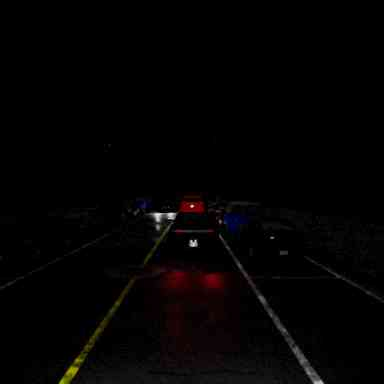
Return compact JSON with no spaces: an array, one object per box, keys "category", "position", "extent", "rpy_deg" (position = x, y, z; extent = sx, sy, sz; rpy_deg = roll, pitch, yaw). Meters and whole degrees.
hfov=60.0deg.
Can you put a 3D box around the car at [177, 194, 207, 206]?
[{"category":"car","position":[0.012,1.330,31.348],"extent":[2.150,2.045,5.566],"rpy_deg":[0,0,0]}]

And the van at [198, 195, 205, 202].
[{"category":"van","position":[2.530,1.685,85.360],"extent":[1.690,1.788,3.998],"rpy_deg":[0,0,0]}]

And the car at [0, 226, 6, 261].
[{"category":"car","position":[-5.778,1.545,6.242],"extent":[1.752,1.417,4.829],"rpy_deg":[0,0,0]}]

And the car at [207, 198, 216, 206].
[{"category":"car","position":[2.669,1.672,34.634],"extent":[2.008,1.369,4.403],"rpy_deg":[0,0,0]}]

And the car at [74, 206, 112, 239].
[{"category":"car","position":[-5.810,1.640,17.685],"extent":[1.802,1.307,4.206],"rpy_deg":[0,0,0]}]

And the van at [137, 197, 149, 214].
[{"category":"van","position":[-5.857,1.462,34.596],"extent":[1.690,1.788,3.998],"rpy_deg":[0,0,0]}]

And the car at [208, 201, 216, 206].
[{"category":"car","position":[2.684,1.681,28.997],"extent":[1.802,1.307,4.206],"rpy_deg":[0,0,0]}]

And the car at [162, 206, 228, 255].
[{"category":"car","position":[0.052,1.536,13.497],"extent":[2.128,1.511,4.902],"rpy_deg":[0,0,0]}]

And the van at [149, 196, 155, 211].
[{"category":"van","position":[-5.872,1.485,40.232],"extent":[1.690,1.788,3.998],"rpy_deg":[0,0,0]}]

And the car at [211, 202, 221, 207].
[{"category":"car","position":[2.700,1.629,23.361],"extent":[2.008,1.369,4.403],"rpy_deg":[0,0,0]}]

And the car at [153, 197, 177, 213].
[{"category":"car","position":[-3.199,1.647,39.778],"extent":[1.837,1.490,4.892],"rpy_deg":[0,0,0]}]

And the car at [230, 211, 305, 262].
[{"category":"car","position":[2.731,1.590,12.089],"extent":[2.008,1.369,4.403],"rpy_deg":[0,0,0]}]

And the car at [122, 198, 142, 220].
[{"category":"car","position":[-5.841,1.539,28.959],"extent":[1.967,1.590,4.097],"rpy_deg":[0,0,0]}]

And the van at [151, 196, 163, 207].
[{"category":"van","position":[-5.918,1.555,57.141],"extent":[1.690,1.788,3.998],"rpy_deg":[0,0,0]}]

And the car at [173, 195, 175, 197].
[{"category":"car","position":[-5.995,1.910,85.323],"extent":[1.947,1.339,4.313],"rpy_deg":[0,0,0]}]

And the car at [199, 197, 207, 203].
[{"category":"car","position":[2.545,1.843,79.893],"extent":[1.752,1.417,4.829],"rpy_deg":[0,0,0]}]

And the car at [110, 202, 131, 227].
[{"category":"car","position":[-5.825,1.644,23.322],"extent":[1.947,1.339,4.313],"rpy_deg":[0,0,0]}]

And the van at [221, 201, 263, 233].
[{"category":"van","position":[2.715,1.399,17.726],"extent":[1.690,1.788,3.998],"rpy_deg":[0,0,0]}]

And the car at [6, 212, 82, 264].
[{"category":"car","position":[-5.794,1.605,12.048],"extent":[1.947,1.339,4.313],"rpy_deg":[0,0,0]}]

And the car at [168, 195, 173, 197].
[{"category":"car","position":[-5.964,1.835,74.050],"extent":[1.887,1.381,4.507],"rpy_deg":[0,0,0]}]
